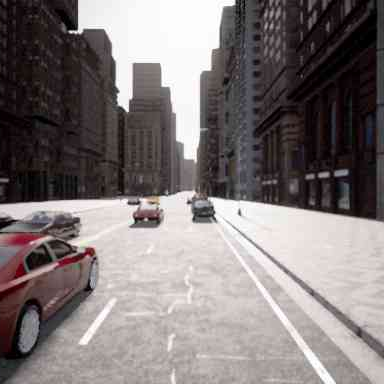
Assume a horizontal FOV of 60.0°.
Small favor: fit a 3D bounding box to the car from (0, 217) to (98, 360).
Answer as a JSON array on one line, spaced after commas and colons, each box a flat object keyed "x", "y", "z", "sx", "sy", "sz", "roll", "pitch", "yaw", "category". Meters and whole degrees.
[{"x": -3.151, "y": 1.478, "z": 5.972, "sx": 1.882, "sy": 1.535, "sz": 5.008, "roll": 0, "pitch": 0, "yaw": 0, "category": "car"}]

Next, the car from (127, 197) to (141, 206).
[{"x": -9.812, "y": 1.613, "z": 56.624, "sx": 1.994, "sy": 1.385, "sz": 4.181, "roll": 0, "pitch": 0, "yaw": 0, "category": "car"}]

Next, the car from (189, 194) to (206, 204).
[{"x": 0.971, "y": 1.375, "z": 38.212, "sx": 2.097, "sy": 1.767, "sz": 4.553, "roll": 0, "pitch": 0, "yaw": 0, "category": "car"}]

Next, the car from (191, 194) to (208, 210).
[{"x": 0.971, "y": 1.256, "z": 44.272, "sx": 2.150, "sy": 2.045, "sz": 5.566, "roll": 0, "pitch": 0, "yaw": 0, "category": "car"}]

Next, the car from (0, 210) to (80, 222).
[{"x": -6.601, "y": 1.551, "z": 15.109, "sx": 2.033, "sy": 1.411, "sz": 5.357, "roll": 0, "pitch": 0, "yaw": 0, "category": "car"}]

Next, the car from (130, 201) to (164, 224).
[{"x": -3.153, "y": 1.611, "z": 25.039, "sx": 1.895, "sy": 1.301, "sz": 4.718, "roll": 0, "pitch": 0, "yaw": 0, "category": "car"}]

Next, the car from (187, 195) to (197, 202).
[{"x": -0.007, "y": 1.498, "z": 79.551, "sx": 2.128, "sy": 1.511, "sz": 4.902, "roll": 0, "pitch": 0, "yaw": 0, "category": "car"}]

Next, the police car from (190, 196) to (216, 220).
[{"x": 0.973, "y": 1.439, "z": 28.351, "sx": 1.930, "sy": 1.638, "sz": 5.238, "roll": 0, "pitch": 0, "yaw": 0, "category": "police car"}]

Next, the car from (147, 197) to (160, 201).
[{"x": -6.559, "y": 1.527, "z": 56.493, "sx": 1.882, "sy": 1.535, "sz": 5.008, "roll": 0, "pitch": 0, "yaw": 0, "category": "car"}]

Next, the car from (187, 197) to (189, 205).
[{"x": -0.005, "y": 1.624, "z": 61.507, "sx": 1.994, "sy": 1.385, "sz": 4.181, "roll": 0, "pitch": 0, "yaw": 0, "category": "car"}]
